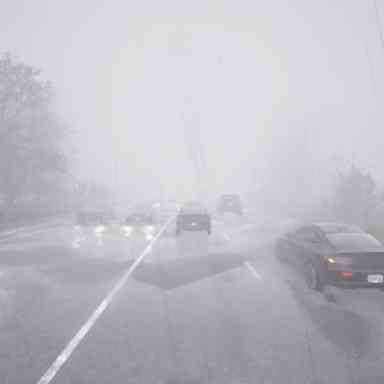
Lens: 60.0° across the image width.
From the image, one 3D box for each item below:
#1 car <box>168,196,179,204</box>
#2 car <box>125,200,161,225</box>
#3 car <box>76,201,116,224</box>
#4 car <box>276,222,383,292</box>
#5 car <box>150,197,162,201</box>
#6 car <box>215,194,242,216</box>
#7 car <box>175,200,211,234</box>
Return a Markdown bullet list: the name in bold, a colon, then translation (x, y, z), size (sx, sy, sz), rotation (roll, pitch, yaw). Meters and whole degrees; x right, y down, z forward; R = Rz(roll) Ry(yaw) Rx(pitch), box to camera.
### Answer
- **car**: translation (-3.568, 1.512, 64.838), size (1.837, 1.490, 4.892), rotation (0, 0, 0)
- **car**: translation (-3.618, 1.531, 24.388), size (1.812, 1.442, 4.674), rotation (0, 0, 0)
- **car**: translation (-7.119, 1.484, 25.062), size (1.882, 1.535, 5.008), rotation (0, 0, 0)
- **car**: translation (3.593, 1.526, 8.818), size (1.812, 1.442, 4.674), rotation (0, 0, 0)
- **car**: translation (-7.065, 1.612, 64.814), size (1.895, 1.301, 4.718), rotation (0, 0, 0)
- **car**: translation (3.572, 1.226, 32.770), size (2.150, 2.045, 5.566), rotation (0, 0, 0)
- **car**: translation (0.085, 1.481, 19.323), size (1.882, 1.535, 5.008), rotation (0, 0, 0)
